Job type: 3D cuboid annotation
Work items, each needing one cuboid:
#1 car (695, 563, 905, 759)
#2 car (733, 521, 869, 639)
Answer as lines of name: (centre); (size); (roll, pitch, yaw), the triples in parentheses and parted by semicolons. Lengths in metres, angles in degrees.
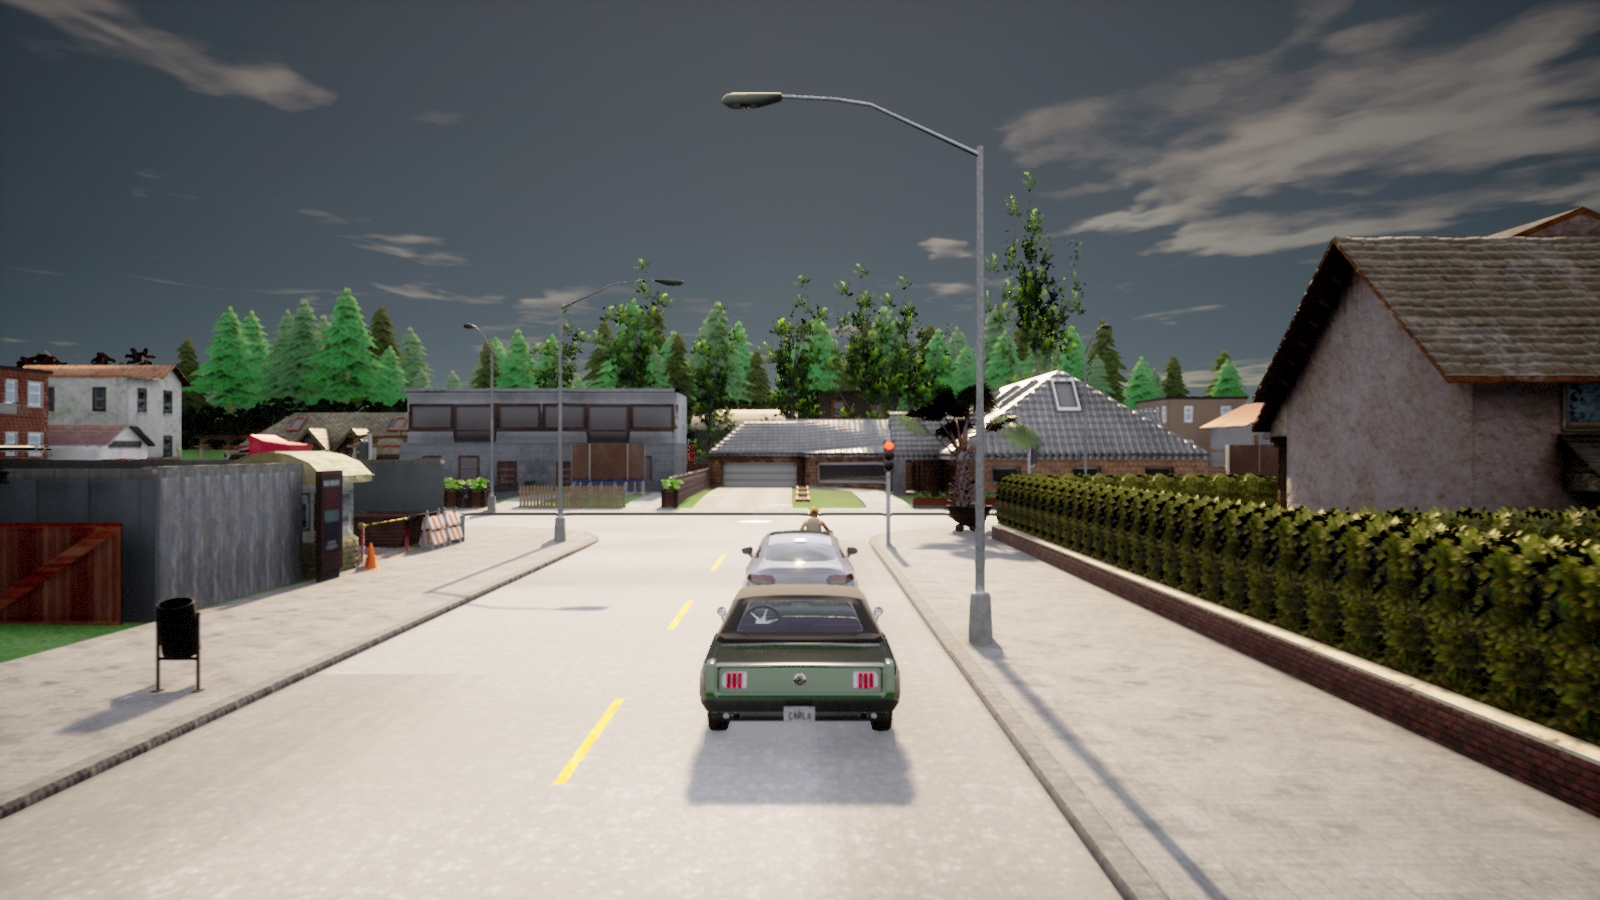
car: (0.001, 2.140, 12.676); (1.895, 1.301, 4.718); (0, 0, 0)
car: (-0.001, 2.059, 19.122); (2.002, 1.442, 4.674); (0, 0, 0)
